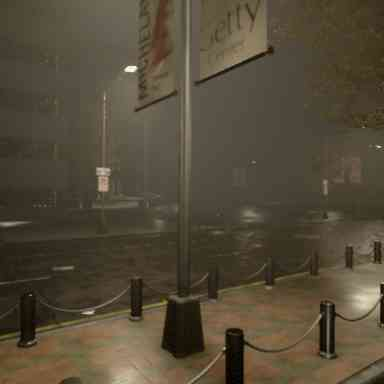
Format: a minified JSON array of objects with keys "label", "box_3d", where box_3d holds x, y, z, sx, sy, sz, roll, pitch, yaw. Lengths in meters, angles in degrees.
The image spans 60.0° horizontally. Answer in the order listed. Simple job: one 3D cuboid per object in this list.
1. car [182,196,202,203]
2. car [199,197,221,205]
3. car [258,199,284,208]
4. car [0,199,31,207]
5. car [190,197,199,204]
[{"label":"car","box_3d":[0.101,1.919,83.270,4.553,1.767,2.097,0,0,26]},{"label":"car","box_3d":[4.198,2.079,71.969,4.181,1.385,1.994,0,-1,44]},{"label":"car","box_3d":[14.111,2.015,59.540,1.882,1.535,5.008,1,0,-35]},{"label":"car","box_3d":[-17.146,1.360,30.272,4.674,1.452,2.002,1,0,-36]},{"label":"car","box_3d":[-0.721,2.058,79.757,4.902,1.511,2.128,0,0,30]}]
